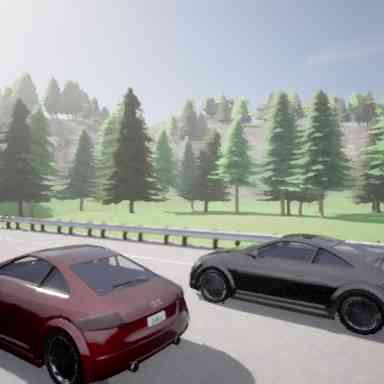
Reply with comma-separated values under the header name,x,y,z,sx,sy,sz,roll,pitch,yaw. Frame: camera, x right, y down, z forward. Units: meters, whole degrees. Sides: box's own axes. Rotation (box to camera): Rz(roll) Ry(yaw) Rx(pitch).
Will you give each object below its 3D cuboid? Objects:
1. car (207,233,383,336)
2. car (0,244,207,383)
name,x,y,z,sx,sy,sz,roll,pitch,yaw
car,2.003,1.550,6.736,4.181,1.385,1.994,0,0,35
car,-2.104,1.557,5.298,4.181,1.385,1.994,0,0,34
